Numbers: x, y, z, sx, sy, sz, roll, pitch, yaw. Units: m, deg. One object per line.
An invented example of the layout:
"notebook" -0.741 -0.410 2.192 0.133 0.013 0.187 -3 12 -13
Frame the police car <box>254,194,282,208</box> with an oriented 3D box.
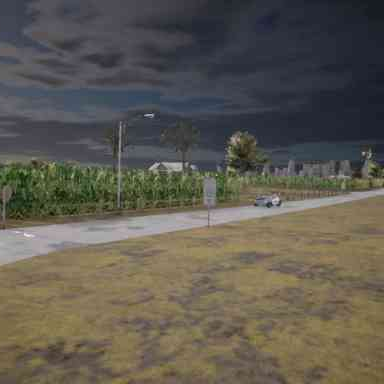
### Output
"police car" 9.343 1.058 41.010 2.038 1.542 4.974 3 2 36
